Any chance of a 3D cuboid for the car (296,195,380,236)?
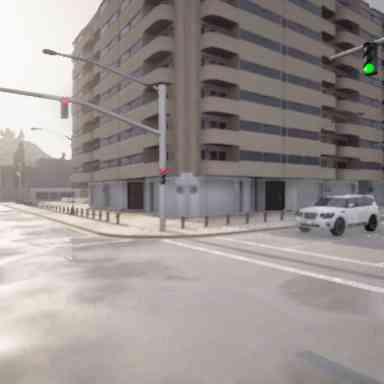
[{"bbox_3d":[8.144,1.167,18.336,5.566,2.045,2.150,0,0,-35],"label":"car"}]
